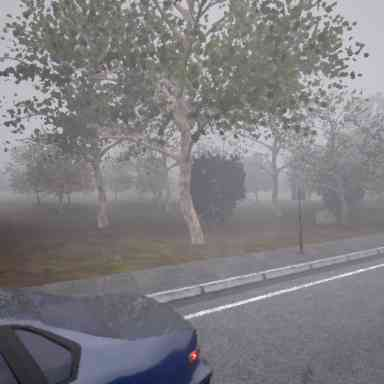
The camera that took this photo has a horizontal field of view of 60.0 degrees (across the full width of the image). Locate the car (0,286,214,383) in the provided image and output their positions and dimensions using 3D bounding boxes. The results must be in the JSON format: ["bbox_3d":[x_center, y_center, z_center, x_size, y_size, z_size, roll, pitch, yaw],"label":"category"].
[{"bbox_3d":[-2.371,1.549,2.301,5.357,1.411,2.033,0,0,-35],"label":"car"}]
